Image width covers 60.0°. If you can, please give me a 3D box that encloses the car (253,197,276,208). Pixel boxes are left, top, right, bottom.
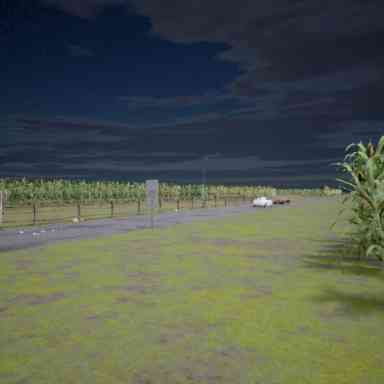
[{"bbox_3d":[10.370,1.475,48.638,1.812,1.442,4.674,1,0,31],"label":"car"}]

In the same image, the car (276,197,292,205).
[{"bbox_3d":[15.616,1.541,57.349,1.895,1.301,4.718,1,0,35],"label":"car"}]
